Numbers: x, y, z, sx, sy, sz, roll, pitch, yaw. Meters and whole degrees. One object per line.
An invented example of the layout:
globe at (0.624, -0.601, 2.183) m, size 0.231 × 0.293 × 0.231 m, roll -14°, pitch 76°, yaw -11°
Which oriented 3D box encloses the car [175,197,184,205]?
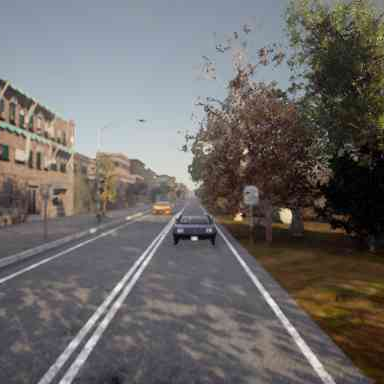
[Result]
car at (-3.005, 2.110, 78.396) m, size 2.097 × 1.767 × 4.553 m, roll 0°, pitch -1°, yaw 0°

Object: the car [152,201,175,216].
car at (-3.270, 1.810, 37.189) m, size 1.882 × 1.535 × 5.008 m, roll 0°, pitch -1°, yaw 0°

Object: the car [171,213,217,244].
car at (0.114, 1.674, 16.170) m, size 1.895 × 1.301 × 4.718 m, roll 0°, pitch 0°, yaw 0°
